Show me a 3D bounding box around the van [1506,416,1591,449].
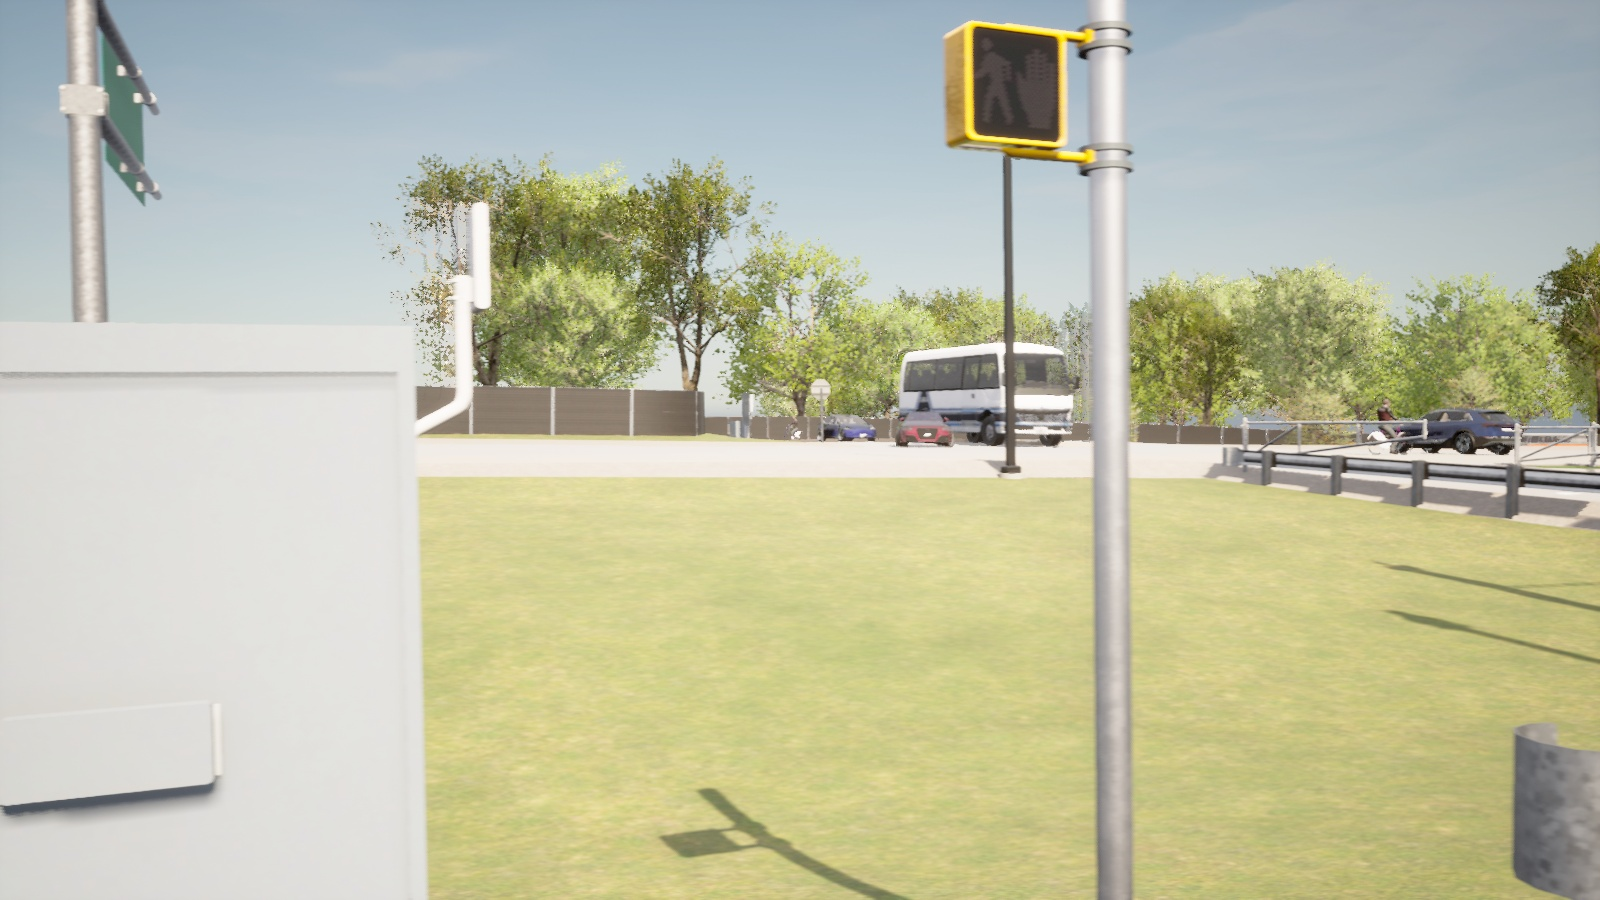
[{"bbox_3d":[48.807,-1.149,81.953,4.442,1.987,1.775,-1,1,2],"label":"van"}]

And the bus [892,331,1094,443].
[{"bbox_3d":[7.861,-2.511,53.294,3.944,4.253,10.273,-1,1,-20],"label":"bus"}]

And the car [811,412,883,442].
[{"bbox_3d":[2.476,-1.225,67.826,2.163,1.488,4.792,-2,0,-21],"label":"car"}]

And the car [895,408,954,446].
[{"bbox_3d":[4.797,-0.905,48.914,1.994,1.385,4.181,-1,2,2],"label":"car"}]

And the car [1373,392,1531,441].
[{"bbox_3d":[23.087,-1.162,44.676,2.033,1.649,4.856,-1,1,-21],"label":"car"}]

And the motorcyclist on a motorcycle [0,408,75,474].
[{"bbox_3d":[-18.529,-0.210,29.737,2.191,1.530,0.866,-1,1,-20],"label":"motorcyclist on a motorcycle"}]

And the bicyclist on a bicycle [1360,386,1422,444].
[{"bbox_3d":[18.630,-1.104,39.594,1.843,1.776,0.659,-1,1,-20],"label":"bicyclist on a bicycle"}]
